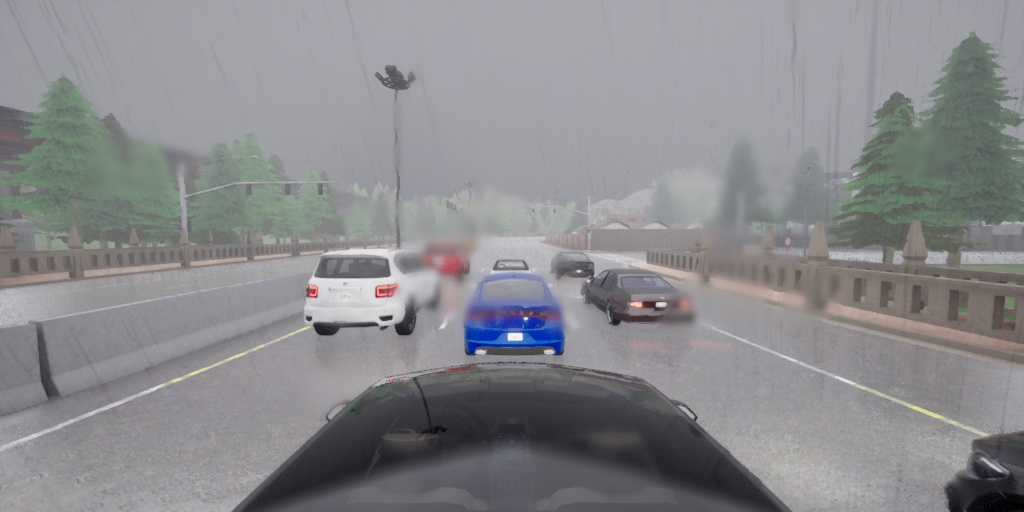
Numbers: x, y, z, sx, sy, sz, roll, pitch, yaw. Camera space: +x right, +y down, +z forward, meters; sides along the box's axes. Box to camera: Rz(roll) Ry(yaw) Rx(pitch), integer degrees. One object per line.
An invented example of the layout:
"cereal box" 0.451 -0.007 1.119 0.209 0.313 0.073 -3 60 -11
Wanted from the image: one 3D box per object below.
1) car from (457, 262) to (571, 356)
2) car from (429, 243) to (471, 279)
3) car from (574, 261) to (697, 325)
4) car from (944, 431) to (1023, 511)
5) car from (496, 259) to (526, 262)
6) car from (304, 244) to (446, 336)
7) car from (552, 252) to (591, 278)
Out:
"car" 0.035 1.115 8.423 1.882 1.535 5.008 0 2 0
"car" -3.594 0.259 20.044 2.150 2.045 5.566 0 4 -1
"car" 3.506 1.094 10.978 2.033 1.411 5.357 0 2 -1
"car" 3.610 1.275 0.210 1.812 1.442 4.674 0 0 0
"car" -0.065 0.795 17.472 1.895 1.301 4.718 0 3 -1
"car" -3.480 0.803 10.055 2.150 2.045 5.566 0 2 -1
"car" 3.428 0.480 20.736 1.882 1.535 5.008 0 3 0
